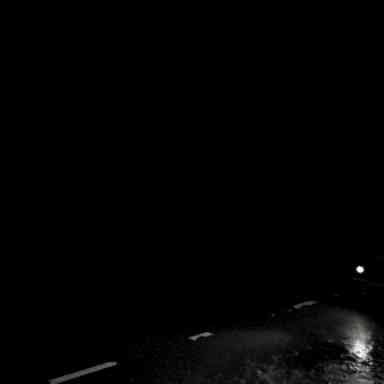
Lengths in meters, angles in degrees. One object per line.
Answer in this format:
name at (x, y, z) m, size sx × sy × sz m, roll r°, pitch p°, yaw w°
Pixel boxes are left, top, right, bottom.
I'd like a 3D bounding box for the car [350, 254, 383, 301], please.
car at (5.460, 1.597, 7.090) m, size 4.718 × 1.301 × 1.895 m, roll 0°, pitch 0°, yaw -34°
